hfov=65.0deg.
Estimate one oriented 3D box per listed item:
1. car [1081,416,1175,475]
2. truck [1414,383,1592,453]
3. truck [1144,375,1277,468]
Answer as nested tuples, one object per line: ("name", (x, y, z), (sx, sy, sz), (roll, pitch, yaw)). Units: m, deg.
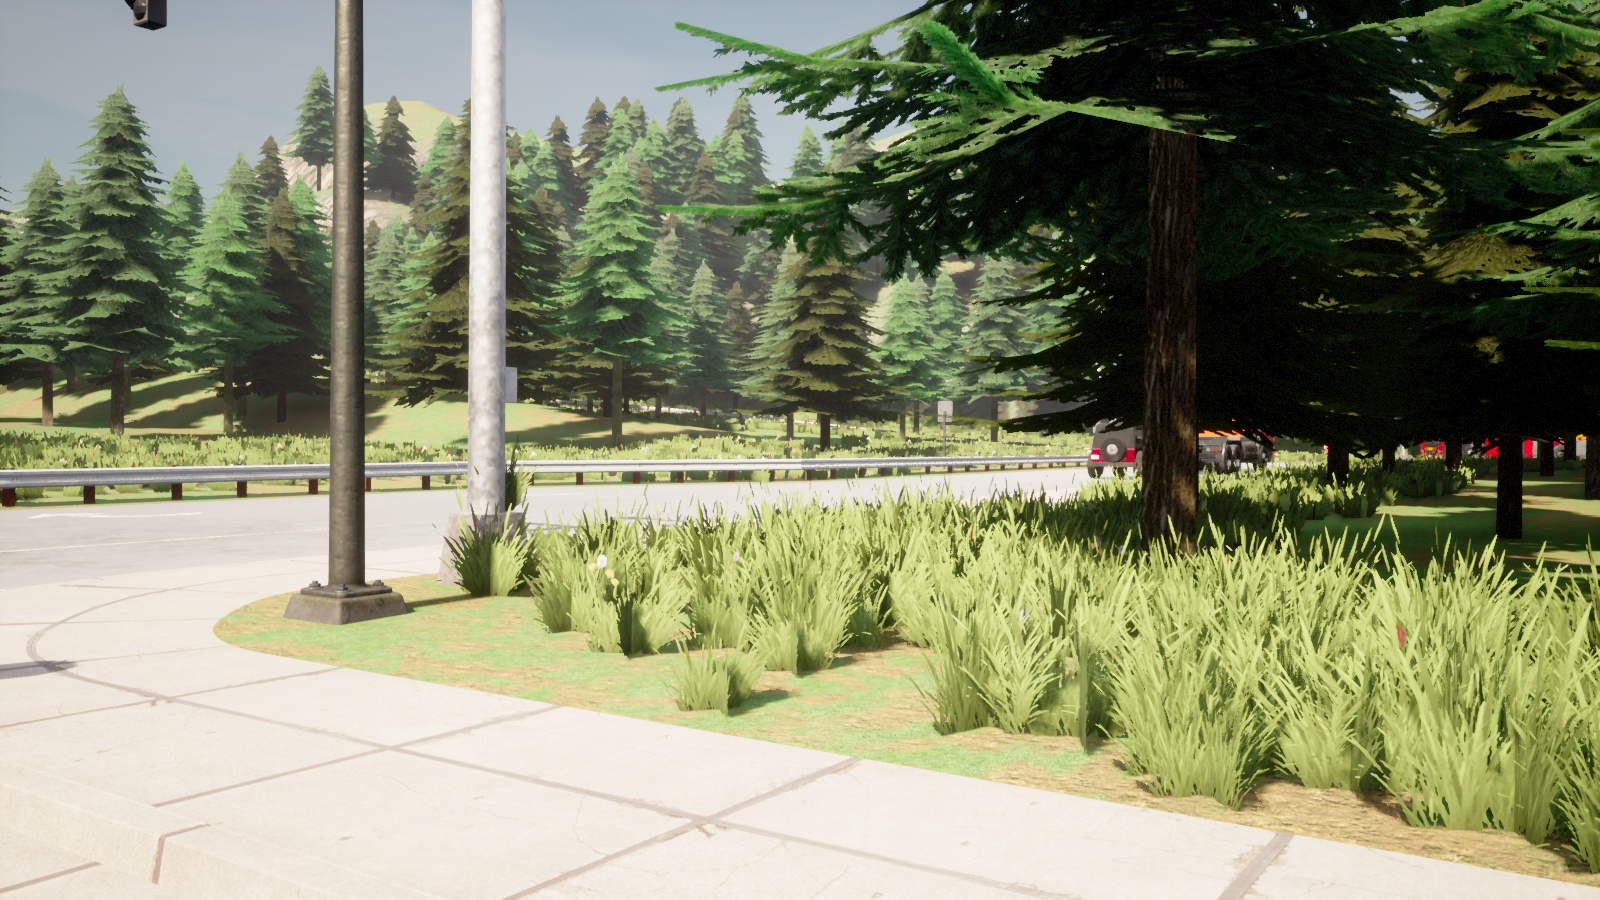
("car", (11.144, -0.181, 42.538), (1.905, 1.878, 3.866), (0, 1, 34))
("truck", (39.905, -1.799, 71.497), (8.468, 3.827, 2.891), (-1, 1, 2))
("truck", (16.632, -1.117, 50.478), (2.891, 3.462, 7.936), (0, 1, 35))
